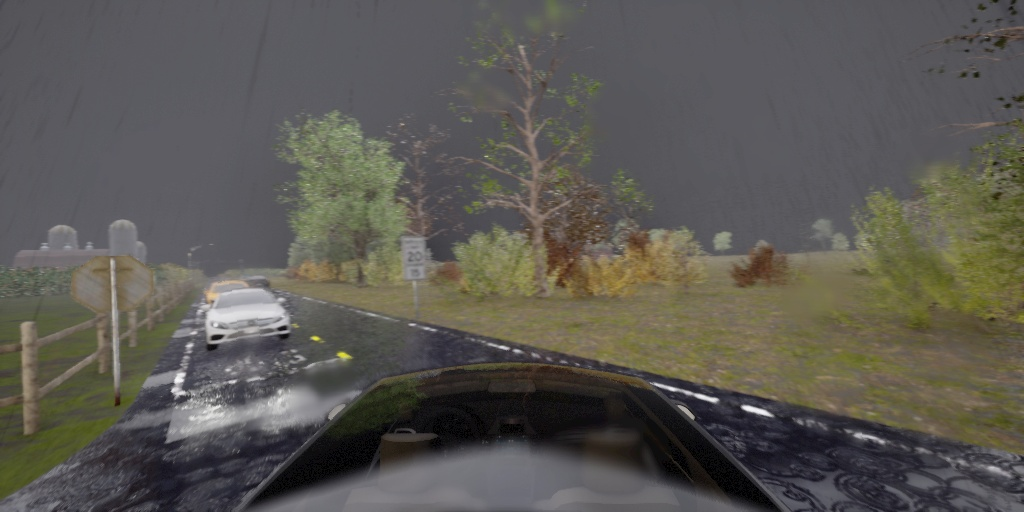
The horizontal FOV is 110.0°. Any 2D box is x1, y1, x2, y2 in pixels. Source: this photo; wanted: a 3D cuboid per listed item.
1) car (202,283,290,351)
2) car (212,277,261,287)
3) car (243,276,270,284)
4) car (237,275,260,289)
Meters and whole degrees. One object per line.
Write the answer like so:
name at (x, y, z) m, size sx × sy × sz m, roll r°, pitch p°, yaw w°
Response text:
car at (-8.209, 1.764, 11.040) m, size 1.812 × 1.442 × 4.674 m, roll -2°, pitch -1°, yaw -40°
car at (-14.942, 2.125, 19.062) m, size 1.882 × 1.535 × 5.008 m, roll -2°, pitch -1°, yaw -40°
car at (-26.974, 2.897, 38.000) m, size 1.882 × 1.535 × 5.008 m, roll -2°, pitch -1°, yaw -40°
car at (-34.855, 3.390, 47.383) m, size 2.128 × 1.511 × 4.902 m, roll -2°, pitch -1°, yaw -40°
